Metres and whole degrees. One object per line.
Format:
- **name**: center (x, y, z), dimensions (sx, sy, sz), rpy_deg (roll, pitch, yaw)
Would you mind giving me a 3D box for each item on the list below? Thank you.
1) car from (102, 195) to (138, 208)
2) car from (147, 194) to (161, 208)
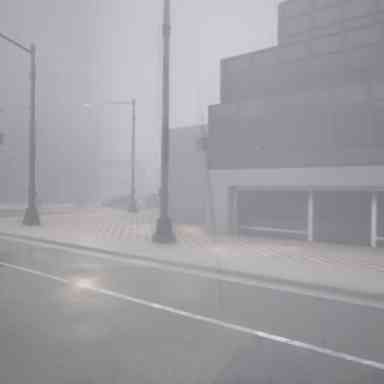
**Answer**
- **car**: center (-8.837, 1.133, 40.900), dimensions (1.837, 1.490, 4.892), rpy_deg (1, 0, 36)
- **car**: center (-3.597, 1.028, 42.102), dimensions (2.097, 1.767, 4.553), rpy_deg (1, 1, 36)
